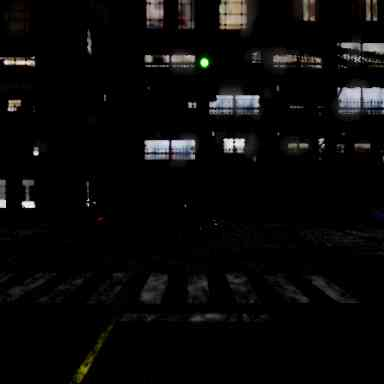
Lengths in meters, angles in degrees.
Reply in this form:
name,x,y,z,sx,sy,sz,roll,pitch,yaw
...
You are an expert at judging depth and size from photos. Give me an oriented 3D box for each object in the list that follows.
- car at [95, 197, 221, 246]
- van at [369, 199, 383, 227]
name,x,y,z,sx,sy,sz,roll,pitch,yaw
car,-1.499,1.263,14.952,5.566,2.045,2.150,0,0,0
van,13.086,1.288,20.339,3.998,1.788,1.690,0,0,0
